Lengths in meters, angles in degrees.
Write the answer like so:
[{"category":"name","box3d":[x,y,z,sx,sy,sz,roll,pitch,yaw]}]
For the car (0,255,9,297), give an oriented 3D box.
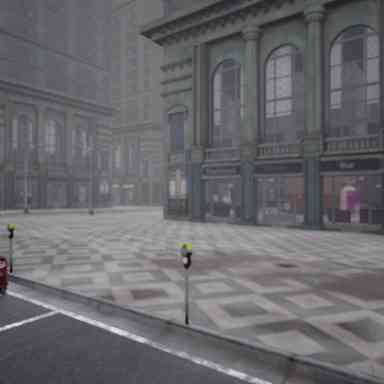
[{"category":"car","box3d":[-5.618,1.519,6.993,4.507,1.381,1.887,0,0,36]}]
